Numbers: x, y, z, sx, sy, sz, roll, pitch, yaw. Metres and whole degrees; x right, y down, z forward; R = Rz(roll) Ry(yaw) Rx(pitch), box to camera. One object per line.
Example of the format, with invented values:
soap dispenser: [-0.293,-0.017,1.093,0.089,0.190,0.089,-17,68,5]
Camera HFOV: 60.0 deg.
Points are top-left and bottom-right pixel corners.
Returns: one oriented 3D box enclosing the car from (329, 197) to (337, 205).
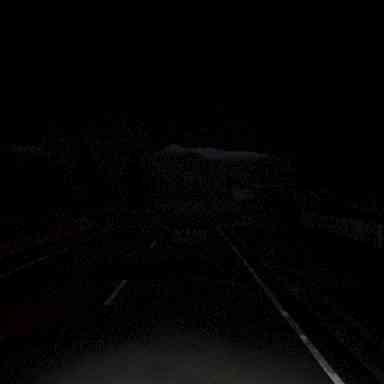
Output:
car: [29.156,1.817,67.298,1.845,1.501,3.633,0,0,0]

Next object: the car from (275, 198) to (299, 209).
car: [13.989,1.736,49.045,1.845,1.501,3.633,0,0,0]

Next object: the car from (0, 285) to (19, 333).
car: [-3.591,1.623,2.866,1.895,1.301,4.718,0,0,0]

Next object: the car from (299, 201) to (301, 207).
car: [17.048,1.801,56.434,1.970,1.475,3.806,0,0,0]

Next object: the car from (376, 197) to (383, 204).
car: [39.148,1.795,67.151,2.007,1.523,4.514,0,0,0]

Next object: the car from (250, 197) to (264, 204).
car: [14.254,1.894,75.077,2.007,1.523,4.514,0,0,0]

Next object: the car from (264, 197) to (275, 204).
car: [17.392,1.885,75.097,2.152,1.636,5.027,0,0,0]
